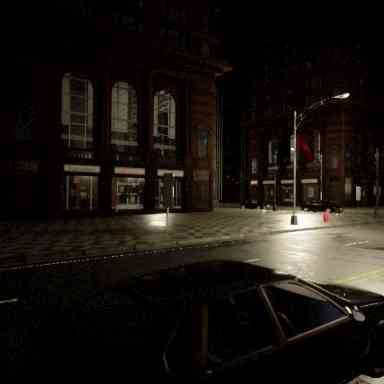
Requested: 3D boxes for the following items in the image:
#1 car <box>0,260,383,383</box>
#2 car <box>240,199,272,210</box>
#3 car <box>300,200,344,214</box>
[{"bbox_3d":[0.426,1.548,3.748,5.357,1.411,2.033,0,0,-36],"label":"car"},{"bbox_3d":[8.713,1.727,45.801,1.837,1.490,4.892,1,-1,-35],"label":"car"},{"bbox_3d":[14.590,1.681,37.523,1.837,1.490,4.892,1,-1,-35],"label":"car"}]
